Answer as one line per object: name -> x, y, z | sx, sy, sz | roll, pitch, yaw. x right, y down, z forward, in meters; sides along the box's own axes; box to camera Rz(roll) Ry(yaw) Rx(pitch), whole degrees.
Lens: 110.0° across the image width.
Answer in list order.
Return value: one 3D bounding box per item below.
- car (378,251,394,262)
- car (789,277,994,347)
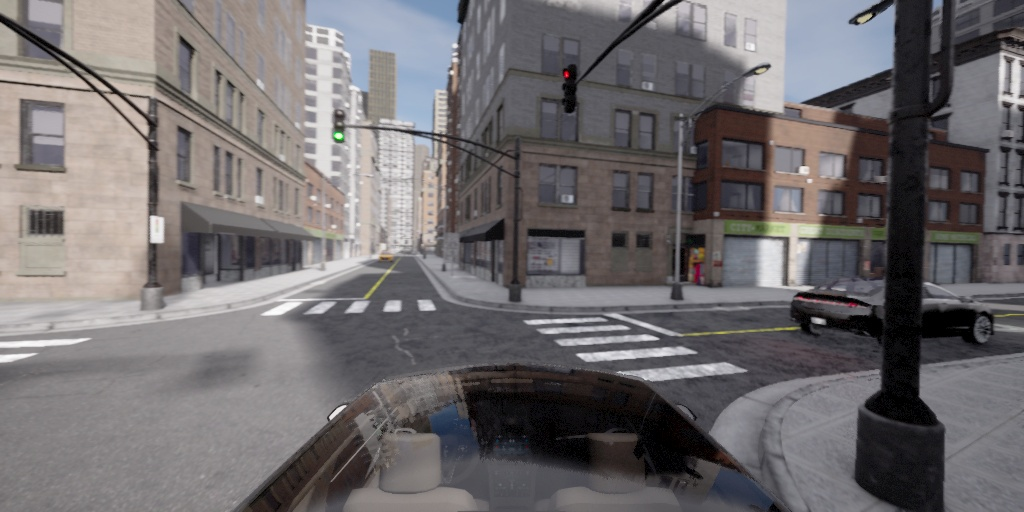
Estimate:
car -> -18.414, 0.086, 52.455 | 1.882, 1.535, 5.008 | 1, 1, -16
car -> 9.224, 1.277, 8.737 | 4.902, 1.511, 2.128 | 1, 1, -16
